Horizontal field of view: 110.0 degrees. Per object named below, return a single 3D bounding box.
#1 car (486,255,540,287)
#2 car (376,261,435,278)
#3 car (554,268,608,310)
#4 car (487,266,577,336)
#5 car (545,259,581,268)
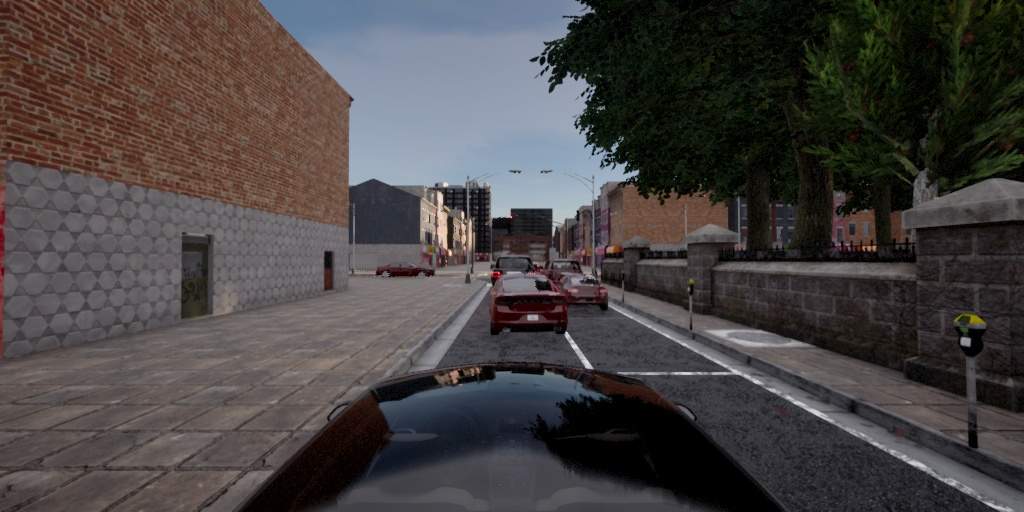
[{"bbox_3d":[0.101,0.977,18.108,2.150,2.045,5.566,0,0,0],"label":"car"},{"bbox_3d":[-9.281,1.217,31.398,5.008,1.535,1.882,0,-1,0],"label":"car"},{"bbox_3d":[2.652,1.335,14.352,1.802,1.307,4.207,0,0,0],"label":"car"},{"bbox_3d":[0.289,1.229,10.494,1.882,1.535,5.008,0,0,-4],"label":"car"},{"bbox_3d":[2.657,1.072,19.801,2.192,1.841,5.009,0,0,0],"label":"car"}]
